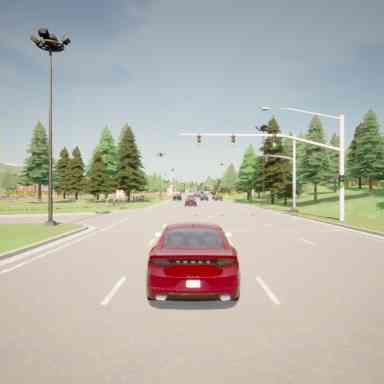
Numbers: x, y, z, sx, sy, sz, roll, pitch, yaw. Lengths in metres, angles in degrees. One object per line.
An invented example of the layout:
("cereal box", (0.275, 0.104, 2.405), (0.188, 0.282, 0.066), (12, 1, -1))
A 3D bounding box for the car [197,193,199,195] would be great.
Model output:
("car", (3.154, 1.357, 94.025), (2.128, 1.511, 4.902), (0, 0, 0))

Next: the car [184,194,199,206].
("car", (-0.194, 1.525, 52.979), (1.812, 1.442, 4.674), (0, 0, 0))

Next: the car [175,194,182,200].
("car", (-3.846, 1.310, 93.999), (1.882, 1.535, 5.008), (0, 0, 0))

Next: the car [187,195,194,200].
("car", (-0.346, 1.427, 94.042), (1.895, 1.301, 4.718), (0, 0, 0))

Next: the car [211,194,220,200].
("car", (6.654, 1.372, 94.038), (2.033, 1.411, 5.357), (0, 0, 0))

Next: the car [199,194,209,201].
("car", (3.191, 1.516, 84.022), (1.812, 1.442, 4.674), (0, 0, 0))

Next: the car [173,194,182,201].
("car", (-3.807, 1.469, 83.579), (1.882, 1.535, 5.008), (0, 0, 0))

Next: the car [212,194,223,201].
("car", (6.693, 1.516, 83.618), (2.128, 1.511, 4.902), (0, 0, 0))

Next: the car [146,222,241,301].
("car", (0.032, 1.478, 8.377), (1.882, 1.535, 5.008), (0, 0, 0))
